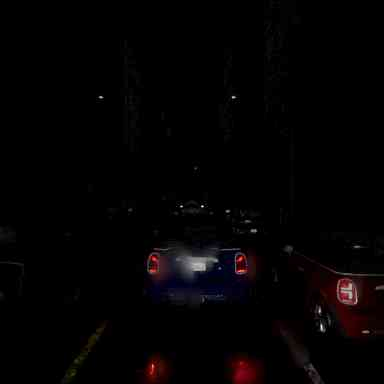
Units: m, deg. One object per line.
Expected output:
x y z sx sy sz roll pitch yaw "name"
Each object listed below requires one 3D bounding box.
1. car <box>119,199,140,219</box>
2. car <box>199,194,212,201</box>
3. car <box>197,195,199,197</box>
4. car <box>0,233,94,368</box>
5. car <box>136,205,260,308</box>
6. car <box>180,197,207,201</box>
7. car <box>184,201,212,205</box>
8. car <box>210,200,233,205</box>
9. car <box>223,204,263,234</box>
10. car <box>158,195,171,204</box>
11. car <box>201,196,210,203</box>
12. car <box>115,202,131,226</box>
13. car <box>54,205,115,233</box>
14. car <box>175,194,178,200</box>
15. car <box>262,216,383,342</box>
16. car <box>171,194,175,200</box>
-5.682 1.444 28.491 1.967 1.590 4.097 0 0 0 "car"
2.864 1.484 65.584 1.967 1.590 4.097 0 0 0 "car"
2.881 1.616 76.401 2.008 1.369 4.403 0 0 0 "car"
-3.104 1.601 4.896 1.895 1.301 4.718 0 0 0 "car"
0.096 1.352 8.055 2.097 1.767 4.553 0 0 0 "car"
-0.010 1.460 27.358 1.801 1.575 5.366 0 0 0 "car"
0.089 1.479 17.336 1.882 1.535 5.008 0 0 0 "car"
2.844 1.569 28.493 1.947 1.339 4.313 0 0 0 "car"
2.847 1.552 17.491 2.008 1.369 4.403 0 0 0 "car"
-5.660 1.626 65.594 1.802 1.307 4.206 0 0 0 "car"
2.873 1.580 71.163 1.752 1.417 4.829 0 0 0 "car"
-5.680 1.584 22.989 1.802 1.307 4.206 0 0 0 "car"
-5.678 1.567 17.488 1.947 1.339 4.313 0 0 0 "car"
-5.621 1.638 92.466 1.752 1.417 4.829 0 0 0 "car"
2.851 1.440 6.488 1.967 1.590 4.097 0 0 0 "car"
-5.644 1.616 76.410 2.008 1.369 4.403 0 0 0 "car"
